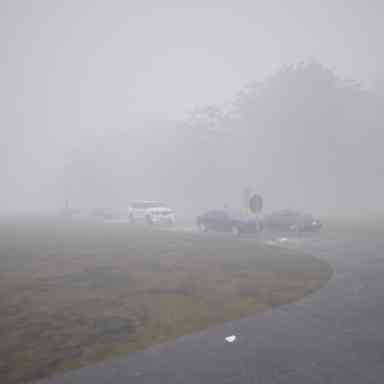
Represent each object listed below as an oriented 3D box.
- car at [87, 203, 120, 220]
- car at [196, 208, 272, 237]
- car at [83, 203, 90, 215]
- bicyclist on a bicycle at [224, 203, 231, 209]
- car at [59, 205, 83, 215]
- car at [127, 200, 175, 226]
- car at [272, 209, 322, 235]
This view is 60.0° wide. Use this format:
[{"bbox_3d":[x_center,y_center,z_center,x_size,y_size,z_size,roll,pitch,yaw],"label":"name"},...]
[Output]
[{"bbox_3d":[-9.735,2.286,37.349,1.837,1.490,4.892,-1,-1,-36],"label":"car"},{"bbox_3d":[2.241,1.773,20.575,1.882,1.535,5.008,-1,-1,-35],"label":"car"},{"bbox_3d":[-15.564,2.444,50.539,2.097,1.767,4.553,-1,-1,-36],"label":"car"},{"bbox_3d":[3.106,1.839,29.660,1.656,1.620,0.582,0,-1,-36],"label":"bicyclist on a bicycle"},{"bbox_3d":[-18.255,2.628,49.392,1.882,1.535,5.008,-1,-1,-35],"label":"car"},{"bbox_3d":[-3.699,1.751,28.899,2.150,2.045,5.566,-1,-1,-35],"label":"car"},{"bbox_3d":[5.792,1.771,20.474,1.994,1.385,4.181,-1,-1,-33],"label":"car"}]
